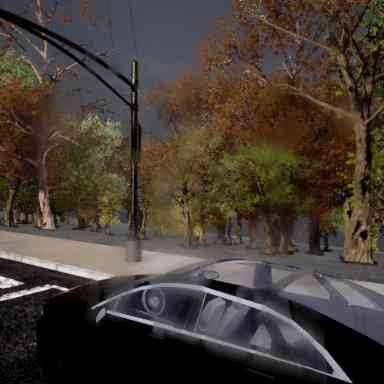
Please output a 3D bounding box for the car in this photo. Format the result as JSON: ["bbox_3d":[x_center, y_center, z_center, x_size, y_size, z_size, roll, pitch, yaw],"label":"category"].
[{"bbox_3d":[0.238,1.491,3.503,4.902,1.511,2.128,0,0,37],"label":"car"}]
